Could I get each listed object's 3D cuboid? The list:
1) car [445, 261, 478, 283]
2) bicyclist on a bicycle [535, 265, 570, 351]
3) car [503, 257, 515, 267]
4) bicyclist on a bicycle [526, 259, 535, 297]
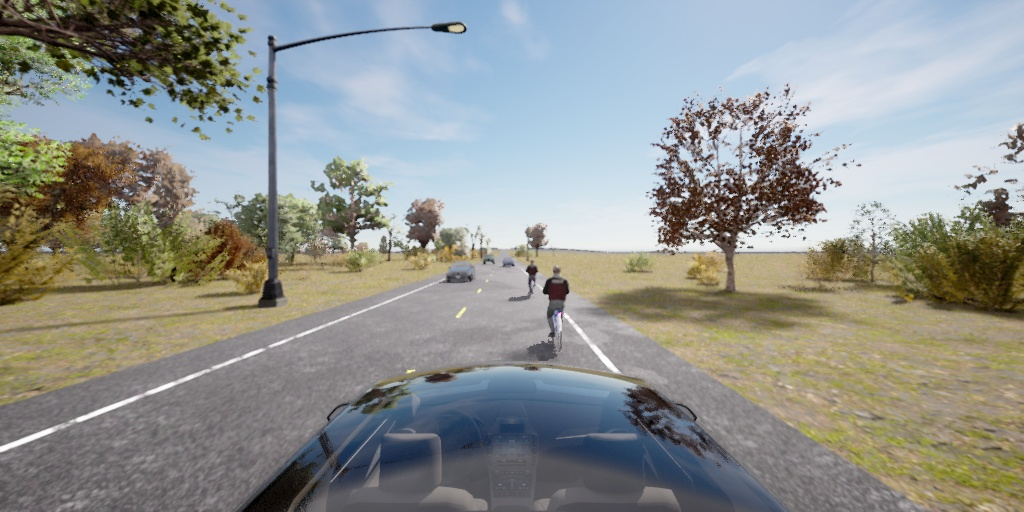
[{"bbox_3d":[-3.694,1.141,26.714,1.812,1.442,4.674,0,0,-1],"label":"car"},{"bbox_3d":[0.972,1.087,8.024,0.659,1.776,1.843,0,1,0],"label":"bicyclist on a bicycle"},{"bbox_3d":[-0.535,0.993,57.466,2.033,1.411,5.357,0,0,-1],"label":"car"},{"bbox_3d":[0.947,1.038,17.041,0.659,1.776,1.843,0,1,0],"label":"bicyclist on a bicycle"}]
